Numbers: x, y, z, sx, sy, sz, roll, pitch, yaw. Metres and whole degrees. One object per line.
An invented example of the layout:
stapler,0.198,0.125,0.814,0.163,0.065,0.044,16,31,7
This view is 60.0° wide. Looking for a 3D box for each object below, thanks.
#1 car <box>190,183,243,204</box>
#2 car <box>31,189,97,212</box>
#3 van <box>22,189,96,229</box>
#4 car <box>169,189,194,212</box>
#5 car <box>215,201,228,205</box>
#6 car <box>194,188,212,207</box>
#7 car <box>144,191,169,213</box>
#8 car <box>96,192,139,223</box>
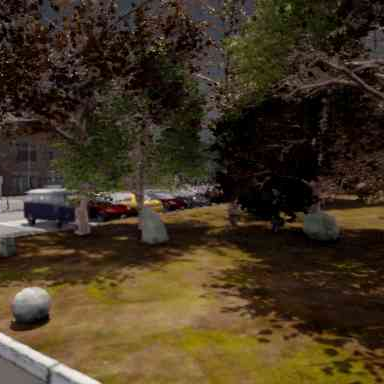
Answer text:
car,2.336,0.098,31.817,4.553,1.767,2.185,1,3,36
car,-10.768,0.653,28.356,1.882,1.535,5.008,1,4,37
van,-7.687,0.853,18.541,4.442,1.987,1.878,1,4,37
car,-2.614,0.680,25.146,4.792,1.488,2.163,1,4,37
car,0.667,0.365,29.611,5.008,1.535,2.097,1,3,36
car,-0.993,0.509,27.392,4.892,1.521,2.231,1,4,36
car,-4.437,0.788,23.047,5.366,1.575,1.946,1,4,37
car,-5.915,0.967,20.692,4.792,1.488,2.163,1,4,36
